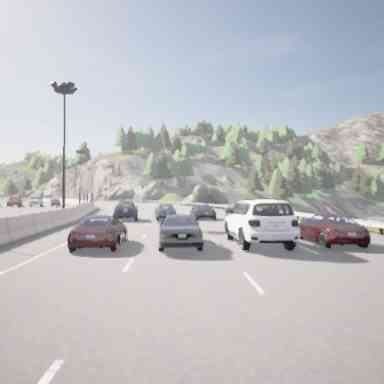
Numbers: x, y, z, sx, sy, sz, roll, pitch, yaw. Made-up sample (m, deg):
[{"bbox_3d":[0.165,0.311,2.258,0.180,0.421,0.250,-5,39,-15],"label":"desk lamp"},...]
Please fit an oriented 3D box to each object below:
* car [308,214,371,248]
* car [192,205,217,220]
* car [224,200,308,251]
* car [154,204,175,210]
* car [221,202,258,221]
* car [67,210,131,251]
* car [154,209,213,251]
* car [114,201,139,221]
[{"bbox_3d":[6.399,1.709,15.629,1.994,1.385,4.181,0,0,-4],"label":"car"},{"bbox_3d":[0.978,1.857,31.264,1.994,1.385,4.181,0,0,-9],"label":"car"},{"bbox_3d":[2.936,1.357,15.032,2.150,2.045,5.566,0,0,-4],"label":"car"},{"bbox_3d":[-2.424,1.832,30.370,2.033,1.411,5.357,0,-1,-9],"label":"car"},{"bbox_3d":[4.438,1.789,31.782,2.128,1.511,4.902,0,0,-9],"label":"car"},{"bbox_3d":[-4.066,1.705,14.798,1.994,1.385,4.181,0,0,-5],"label":"car"},{"bbox_3d":[-0.554,1.686,14.757,2.033,1.411,5.357,0,-1,-4],"label":"car"},{"bbox_3d":[-5.894,1.632,29.904,2.097,1.767,4.553,0,-1,-9],"label":"car"}]
